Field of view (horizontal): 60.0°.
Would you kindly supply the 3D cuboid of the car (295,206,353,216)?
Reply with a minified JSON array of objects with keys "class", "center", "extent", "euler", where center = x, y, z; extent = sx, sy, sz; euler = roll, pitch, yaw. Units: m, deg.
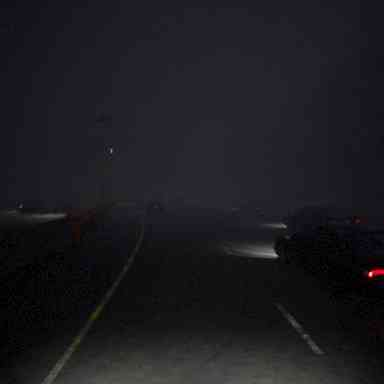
[{"class":"car","center":[6.725,1.438,17.813],"extent":[2.033,1.411,5.357],"euler":[-1,0,-9]}]

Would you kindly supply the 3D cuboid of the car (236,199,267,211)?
[{"class":"car","center":[6.781,1.495,38.606],"extent":[1.895,1.301,4.718],"euler":[-1,0,-14]}]

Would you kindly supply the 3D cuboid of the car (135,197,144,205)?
[{"class":"car","center":[-10.161,1.691,65.079],"extent":[1.837,1.490,4.892],"euler":[-1,0,-12]}]

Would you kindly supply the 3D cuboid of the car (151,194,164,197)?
[{"class":"car","center":[-6.730,1.350,65.548],"extent":[2.150,2.045,5.566],"euler":[-1,0,-11]}]

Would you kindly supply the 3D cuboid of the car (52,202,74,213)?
[{"class":"car","center":[-16.012,1.879,41.407],"extent":[1.895,1.301,4.718],"euler":[-1,0,-12]}]

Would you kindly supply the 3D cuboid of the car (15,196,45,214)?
[{"class":"car","center":[-19.417,1.688,40.489],"extent":[2.097,1.767,4.553],"euler":[-1,0,-12]}]

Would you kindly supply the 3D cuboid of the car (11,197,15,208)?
[{"class":"car","center":[-25.144,1.928,50.596],"extent":[2.128,1.511,4.902],"euler":[-1,0,-12]}]

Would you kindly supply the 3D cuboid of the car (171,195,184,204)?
[{"class":"car","center":[-2.826,1.414,64.084],"extent":[2.097,1.767,4.553],"euler":[-1,0,-12]}]

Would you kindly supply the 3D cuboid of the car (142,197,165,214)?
[{"class":"car","center":[-4.181,1.643,37.302],"extent":[1.994,1.385,4.181],"euler":[-1,0,-12]}]

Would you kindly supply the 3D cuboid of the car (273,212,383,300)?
[{"class":"car","center":[3.721,1.487,8.447],"extent":[2.033,1.411,5.357],"euler":[-1,0,-5]}]

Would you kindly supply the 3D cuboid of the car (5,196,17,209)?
[{"class":"car","center":[-30.026,1.755,56.936],"extent":[2.150,2.045,5.566],"euler":[-1,0,-11]}]
